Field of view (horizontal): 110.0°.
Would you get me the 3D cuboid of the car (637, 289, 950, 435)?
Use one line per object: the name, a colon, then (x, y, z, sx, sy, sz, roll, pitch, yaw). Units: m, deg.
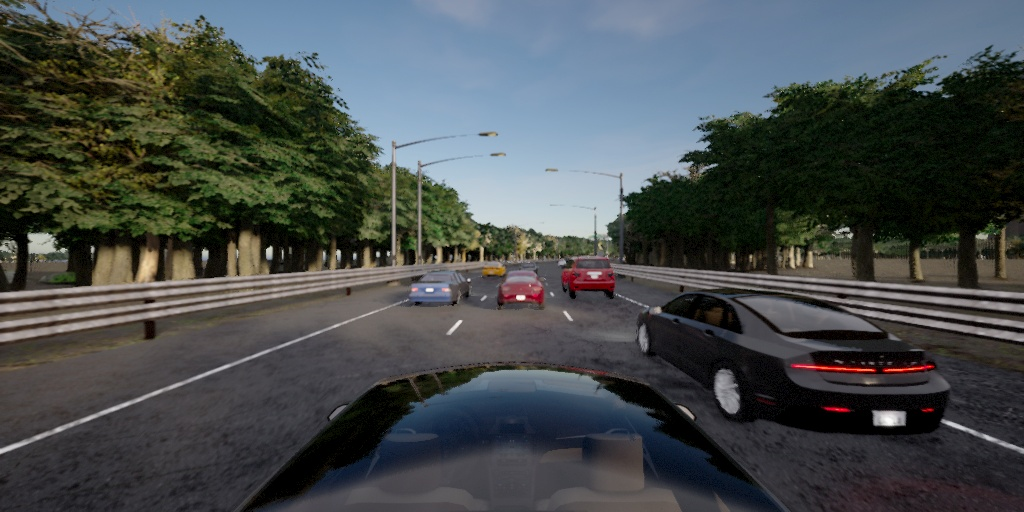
car: (3.549, 1.278, 5.765, 1.837, 1.490, 4.892, 0, 0, 1)

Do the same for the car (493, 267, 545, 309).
car: (0.399, 1.349, 15.210, 1.812, 1.442, 4.674, 0, 0, 2)

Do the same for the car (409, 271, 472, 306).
car: (-3.075, 1.375, 16.351, 2.033, 1.411, 5.357, 0, 0, 2)

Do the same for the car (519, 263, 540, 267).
car: (1.773, 1.431, 36.816, 2.128, 1.511, 4.902, 0, 0, 5)

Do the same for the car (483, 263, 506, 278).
car: (-1.760, 1.415, 36.634, 1.882, 1.535, 5.008, 0, 0, 5)

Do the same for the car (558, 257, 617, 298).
car: (3.943, 1.068, 19.232, 2.150, 2.045, 5.566, 0, 0, 3)
